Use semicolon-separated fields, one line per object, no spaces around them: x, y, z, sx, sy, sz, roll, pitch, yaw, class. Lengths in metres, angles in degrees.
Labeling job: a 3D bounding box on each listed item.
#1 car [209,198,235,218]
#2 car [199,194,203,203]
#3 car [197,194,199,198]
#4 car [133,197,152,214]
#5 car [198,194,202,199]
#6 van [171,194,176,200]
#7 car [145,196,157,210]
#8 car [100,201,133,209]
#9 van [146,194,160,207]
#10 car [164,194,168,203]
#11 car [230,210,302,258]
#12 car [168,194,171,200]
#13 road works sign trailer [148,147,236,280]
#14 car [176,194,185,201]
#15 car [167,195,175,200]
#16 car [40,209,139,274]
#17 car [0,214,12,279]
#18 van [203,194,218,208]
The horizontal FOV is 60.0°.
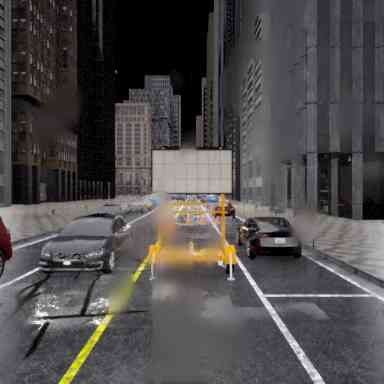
2.772;1.541;29.432;1.887;1.381;4.507;0;0;0;car
2.786;1.574;63.276;1.802;1.307;4.206;0;0;0;car
2.791;1.556;74.557;1.947;1.339;4.313;0;0;0;car
-5.751;1.547;35.071;2.008;1.369;4.403;0;0;0;car
2.789;1.573;68.917;1.802;1.307;4.206;0;0;0;car
-5.731;1.329;85.839;1.690;1.788;3.998;0;0;0;van
-5.749;1.521;40.542;1.752;1.417;4.829;0;0;0;car
-5.755;1.563;23.790;1.947;1.339;4.313;0;0;0;car
-5.747;1.336;46.353;1.690;1.788;3.998;0;0;0;van
-5.742;1.433;57.634;1.967;1.590;4.097;0;0;0;car
2.765;1.565;12.510;1.947;1.339;4.313;0;0;0;car
-5.740;1.307;63.276;2.192;1.841;5.009;0;0;0;car
0.004;0.463;9.896;2.380;3.560;2.880;0;0;0;road works sign trailer
-2.964;1.552;86.586;1.994;1.385;4.181;0;0;0;car
-5.728;1.531;91.480;1.887;1.381;4.507;0;0;0;car
-3.095;1.504;10.663;1.837;1.490;4.892;0;0;0;car
-5.764;1.314;6.867;2.192;1.841;5.009;0;0;0;car
2.778;1.336;46.354;1.690;1.788;3.998;0;0;0;van
